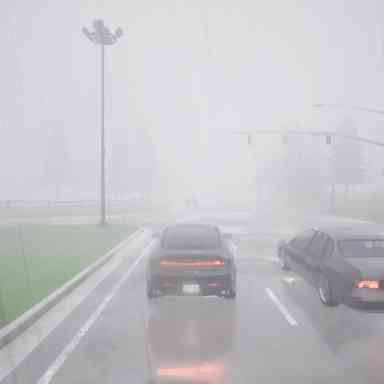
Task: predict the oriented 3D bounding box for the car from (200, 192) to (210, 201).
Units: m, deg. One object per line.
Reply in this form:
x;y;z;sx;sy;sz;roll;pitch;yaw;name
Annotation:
3.344;1.338;82.966;2.097;1.767;4.553;0;0;0;car

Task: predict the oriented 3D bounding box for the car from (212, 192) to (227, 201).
6.845;1.507;82.586;2.128;1.511;4.902;0;0;0;car

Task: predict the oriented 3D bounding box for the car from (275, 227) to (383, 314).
3.489;1.547;7.894;2.033;1.411;5.357;0;0;0;car

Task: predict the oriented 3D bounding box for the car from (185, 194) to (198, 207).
-0.098;1.472;51.952;1.882;1.535;5.008;0;0;0;car

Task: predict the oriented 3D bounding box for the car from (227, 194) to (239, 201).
10.344;1.338;82.979;2.097;1.767;4.553;0;0;0;car

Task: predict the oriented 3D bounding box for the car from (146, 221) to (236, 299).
-0.006;1.504;8.447;1.837;1.490;4.892;0;0;0;car

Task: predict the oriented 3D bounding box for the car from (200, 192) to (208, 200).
3.325;1.047;93.029;2.150;2.045;5.566;0;0;0;car

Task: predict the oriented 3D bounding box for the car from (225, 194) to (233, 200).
10.325;1.322;93.012;1.837;1.490;4.892;0;0;0;car
